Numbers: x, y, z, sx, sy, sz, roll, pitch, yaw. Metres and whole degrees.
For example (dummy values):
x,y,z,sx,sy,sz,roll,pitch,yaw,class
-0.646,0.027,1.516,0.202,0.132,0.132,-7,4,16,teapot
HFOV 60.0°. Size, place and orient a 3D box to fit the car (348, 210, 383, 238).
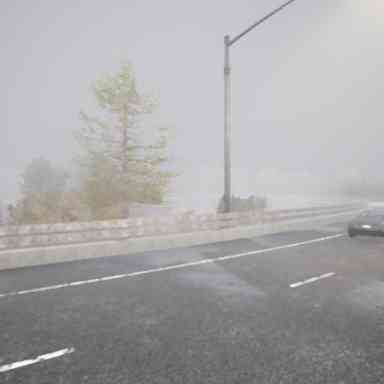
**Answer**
x,y,z,sx,sy,sz,roll,pitch,yaw,class
9.672,1.598,17.160,1.994,1.385,4.181,0,0,45,car
